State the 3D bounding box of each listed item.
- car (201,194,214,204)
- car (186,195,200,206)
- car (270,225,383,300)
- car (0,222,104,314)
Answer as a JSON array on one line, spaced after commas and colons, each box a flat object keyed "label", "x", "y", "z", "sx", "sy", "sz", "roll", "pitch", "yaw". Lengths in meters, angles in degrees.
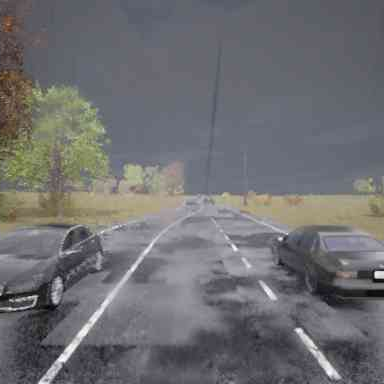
[{"label": "car", "x": 3.491, "y": 1.559, "z": 70.711, "sx": 2.097, "sy": 1.767, "sz": 4.553, "roll": 0, "pitch": 0, "yaw": 0}, {"label": "car", "x": -0.025, "y": 1.726, "z": 58.129, "sx": 1.994, "sy": 1.385, "sz": 4.181, "roll": 0, "pitch": 0, "yaw": 1}, {"label": "car", "x": 3.501, "y": 1.572, "z": 8.626, "sx": 2.033, "sy": 1.411, "sz": 5.357, "roll": 0, "pitch": 0, "yaw": 0}, {"label": "car", "x": -3.505, "y": 1.540, "z": 7.937, "sx": 1.837, "sy": 1.490, "sz": 4.892, "roll": 0, "pitch": 0, "yaw": 0}]
